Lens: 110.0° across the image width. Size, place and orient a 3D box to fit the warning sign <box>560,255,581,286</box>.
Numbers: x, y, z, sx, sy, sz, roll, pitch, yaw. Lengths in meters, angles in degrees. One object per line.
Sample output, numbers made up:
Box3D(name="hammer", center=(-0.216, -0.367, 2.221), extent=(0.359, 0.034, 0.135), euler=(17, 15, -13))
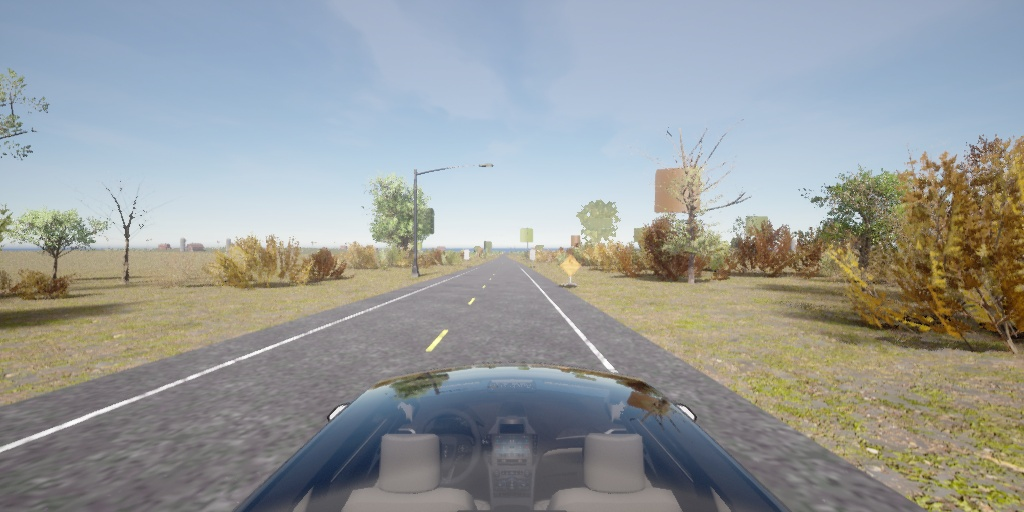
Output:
Box3D(name="warning sign", center=(3.509, 0.855, 21.644), extent=(1.300, 1.860, 1.060), euler=(0, 0, 0))
